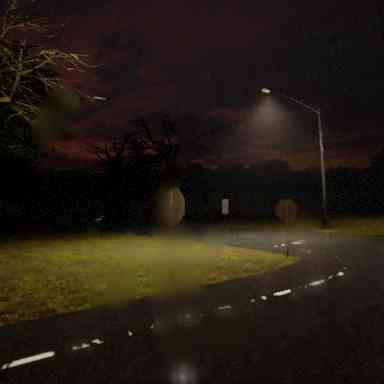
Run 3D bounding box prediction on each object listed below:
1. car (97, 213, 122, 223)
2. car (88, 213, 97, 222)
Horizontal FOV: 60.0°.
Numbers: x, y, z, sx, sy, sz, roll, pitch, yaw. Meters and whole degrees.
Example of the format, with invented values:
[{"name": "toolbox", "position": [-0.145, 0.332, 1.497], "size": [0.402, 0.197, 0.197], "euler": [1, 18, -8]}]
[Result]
[{"name": "car", "position": [-13.365, 4.356, 54.759], "size": [2.033, 1.411, 5.357], "euler": [-1, -2, -34]}, {"name": "car", "position": [-17.375, 4.588, 60.530], "size": [2.128, 1.511, 4.902], "euler": [-1, -2, -35]}]
